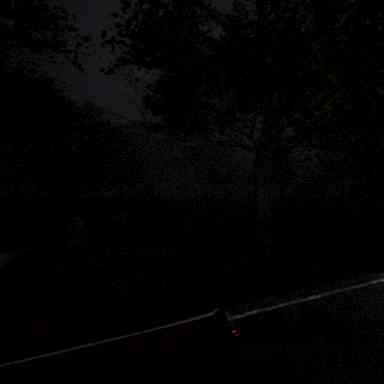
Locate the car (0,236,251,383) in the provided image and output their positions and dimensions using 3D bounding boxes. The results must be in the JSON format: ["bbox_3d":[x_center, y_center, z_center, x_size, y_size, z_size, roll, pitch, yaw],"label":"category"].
[{"bbox_3d":[-1.780,1.326,2.690,4.553,1.767,2.097,1,0,-30],"label":"car"}]
